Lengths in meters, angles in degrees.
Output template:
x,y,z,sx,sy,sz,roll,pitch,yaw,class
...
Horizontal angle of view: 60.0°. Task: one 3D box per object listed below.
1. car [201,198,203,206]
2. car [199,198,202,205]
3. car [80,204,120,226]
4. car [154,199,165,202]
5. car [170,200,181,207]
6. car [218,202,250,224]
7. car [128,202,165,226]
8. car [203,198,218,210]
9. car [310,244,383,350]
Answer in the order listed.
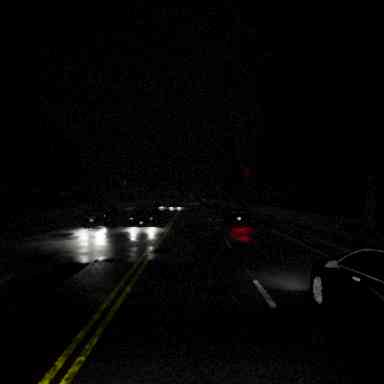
x,y,z,sx,sy,sz,roll,pitch,yaw,class
3.240,2.236,62.668,1.994,1.385,4.181,0,-1,0,car
3.238,2.369,73.675,2.128,1.511,4.902,0,-1,0,car
-6.602,1.614,24.283,2.128,1.511,4.902,0,0,0,car
-6.517,2.093,66.259,2.097,1.767,4.553,0,-1,0,car
-3.264,2.336,66.175,1.895,1.301,4.718,0,-1,0,car
3.345,1.642,25.990,1.837,1.490,4.892,0,-1,0,car
-3.354,1.673,24.624,2.033,1.411,5.357,0,0,0,car
3.241,1.980,51.695,2.163,1.488,4.792,0,-1,0,car
3.347,1.522,4.959,1.837,1.490,4.892,0,0,0,car
